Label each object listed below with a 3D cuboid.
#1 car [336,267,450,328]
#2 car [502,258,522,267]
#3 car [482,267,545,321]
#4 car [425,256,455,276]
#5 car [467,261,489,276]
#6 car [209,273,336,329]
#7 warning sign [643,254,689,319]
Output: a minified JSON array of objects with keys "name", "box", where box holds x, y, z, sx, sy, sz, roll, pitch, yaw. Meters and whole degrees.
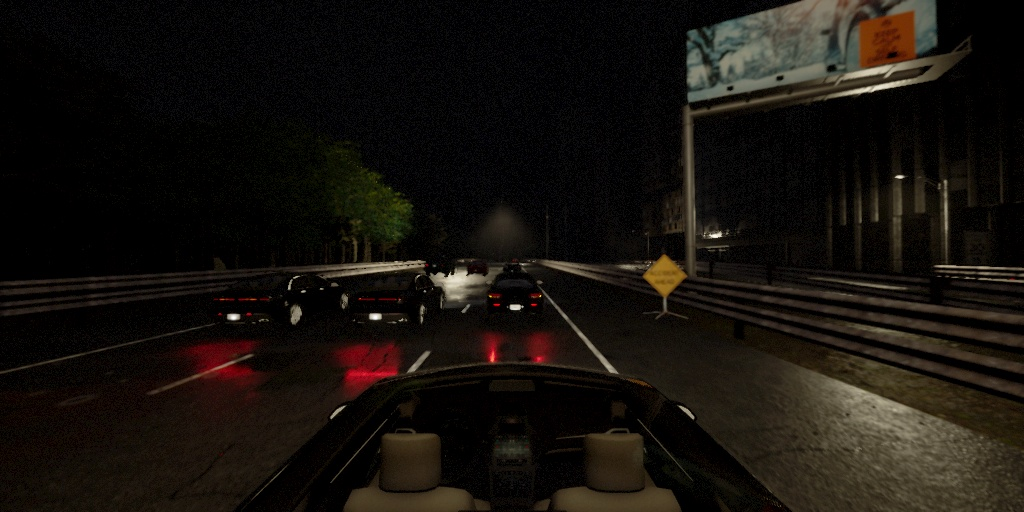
[{"name":"car","box":[-3.398,1.259,11.339,1.837,1.490,4.892,0,0,0]},{"name":"car","box":[0.032,1.253,36.607,2.128,1.511,4.902,0,0,0]},{"name":"car","box":[0.088,1.280,12.380,1.812,1.442,4.674,0,0,0]},{"name":"car","box":[-6.983,0.983,35.069,2.150,2.045,5.566,0,0,0]},{"name":"car","box":[-3.466,1.238,36.872,1.882,1.535,5.008,0,0,0]},{"name":"car","box":[-6.896,1.259,11.304,1.837,1.490,4.892,0,0,0]},{"name":"warning sign","box":[4.552,0.870,10.676,1.300,1.860,1.060,0,0,0]}]
